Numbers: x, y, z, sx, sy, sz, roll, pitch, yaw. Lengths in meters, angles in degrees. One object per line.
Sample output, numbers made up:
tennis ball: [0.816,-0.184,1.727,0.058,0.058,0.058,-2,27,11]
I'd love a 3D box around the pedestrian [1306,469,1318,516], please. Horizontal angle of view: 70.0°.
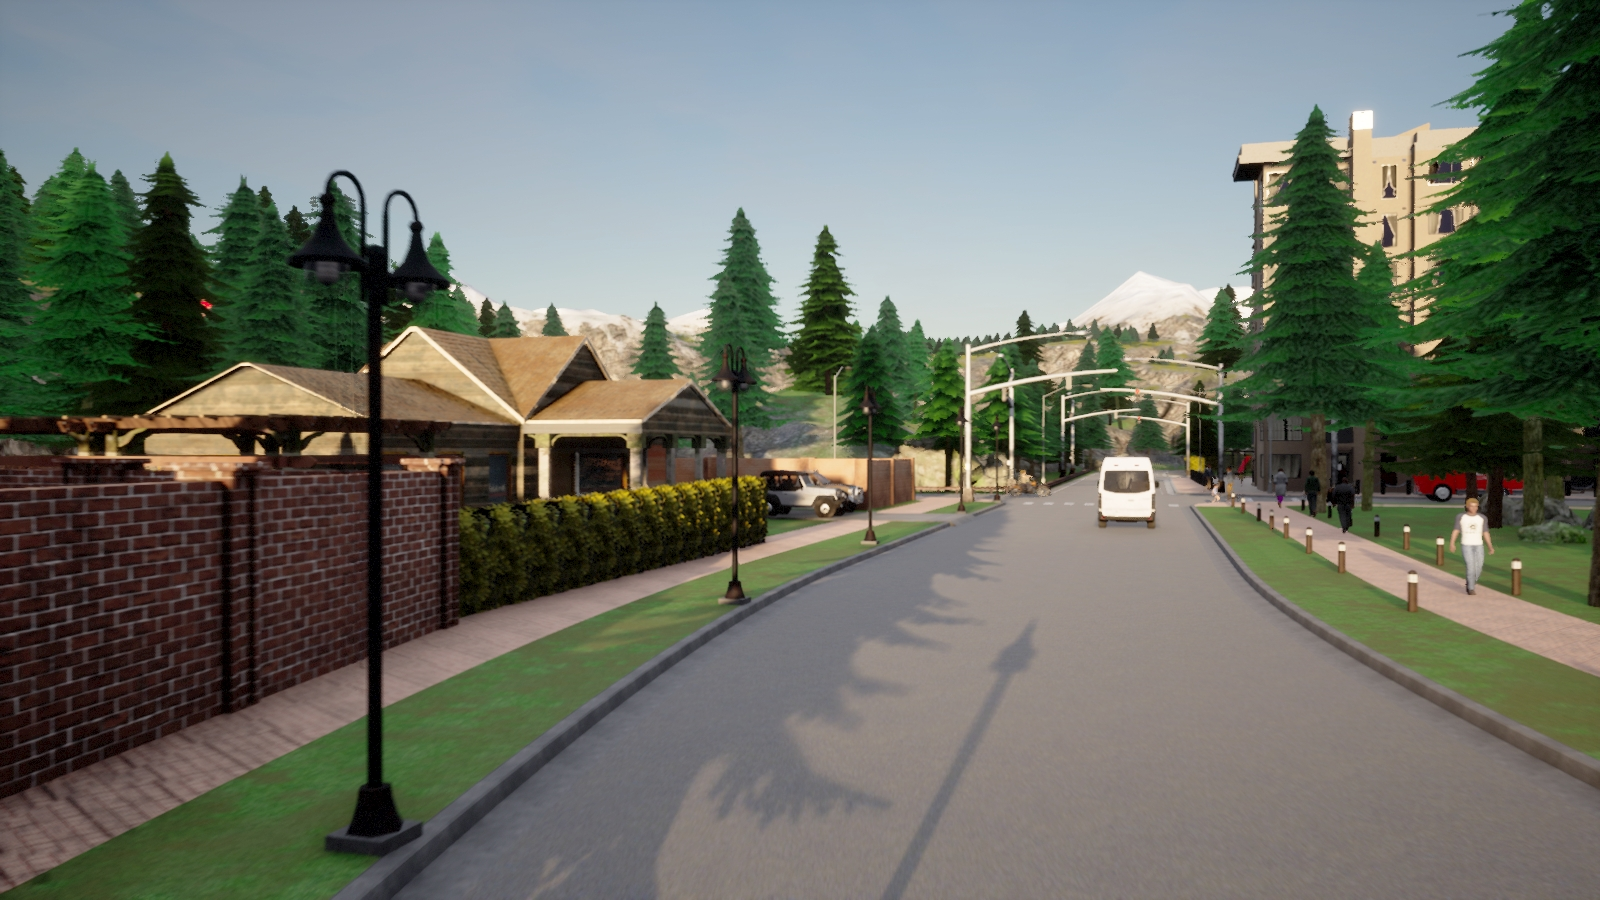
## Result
pedestrian: [20.144,1.664,44.922,0.375,1.860,0.375,0,0,17]

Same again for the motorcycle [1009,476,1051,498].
motorcycle: [13.462,2.149,66.965,2.356,1.277,0.764,0,-2,4]

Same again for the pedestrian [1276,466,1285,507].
pedestrian: [22.074,1.669,52.489,0.375,1.860,0.375,0,0,24]

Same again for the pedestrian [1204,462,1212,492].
pedestrian: [25.459,1.681,71.297,0.375,1.860,0.375,0,0,-15]

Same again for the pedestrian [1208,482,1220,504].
pedestrian: [21.197,2.211,58.480,0.500,1.100,0.500,0,0,31]

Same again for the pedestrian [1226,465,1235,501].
pedestrian: [22.070,1.680,58.529,0.375,1.860,0.375,0,0,30]

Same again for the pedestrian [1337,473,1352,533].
pedestrian: [17.195,1.665,36.080,0.375,1.860,0.375,0,0,29]

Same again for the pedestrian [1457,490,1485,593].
pedestrian: [12.283,1.666,20.913,0.375,1.860,0.375,0,0,18]

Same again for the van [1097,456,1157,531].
van: [12.207,1.503,42.541,1.988,2.561,5.915,0,0,17]
